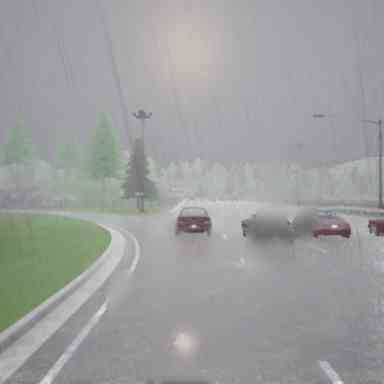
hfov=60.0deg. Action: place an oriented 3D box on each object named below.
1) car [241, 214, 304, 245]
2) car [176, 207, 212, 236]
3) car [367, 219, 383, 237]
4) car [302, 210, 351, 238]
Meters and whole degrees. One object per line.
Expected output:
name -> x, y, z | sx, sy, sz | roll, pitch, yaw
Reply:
car -> 3.597, 1.723, 16.226 | 1.895, 1.301, 4.718 | 0, 0, 0
car -> 0.096, 1.623, 19.403 | 1.882, 1.535, 5.008 | 0, 0, 0
car -> 10.597, 1.722, 16.227 | 1.895, 1.301, 4.718 | 0, 0, 0
car -> 7.096, 1.703, 18.579 | 1.994, 1.385, 4.181 | 0, 0, 0
